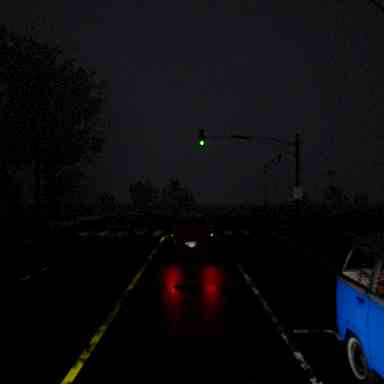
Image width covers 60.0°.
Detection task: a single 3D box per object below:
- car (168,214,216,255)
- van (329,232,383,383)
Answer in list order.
[{"bbox_3d":[0.039,1.660,13.890,1.812,1.442,4.674,0,0,1],"label":"car"},{"bbox_3d":[2.675,1.370,2.860,1.690,1.788,3.998,-1,-1,0],"label":"van"}]
